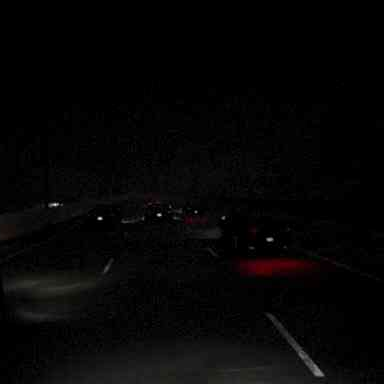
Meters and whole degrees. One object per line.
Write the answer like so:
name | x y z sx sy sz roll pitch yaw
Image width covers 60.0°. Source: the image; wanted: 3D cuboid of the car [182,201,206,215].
car | 0.093 1.523 32.407 1.895 1.301 4.718 0 0 -7

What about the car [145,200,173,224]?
car | -2.441 1.507 24.325 1.994 1.385 4.181 0 0 -7

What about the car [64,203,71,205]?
car | -20.480 1.378 54.733 2.128 1.511 4.902 0 0 -7

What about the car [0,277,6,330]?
car | -3.717 1.473 3.148 1.882 1.535 5.008 0 0 -3

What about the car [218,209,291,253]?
car | 2.354 1.442 13.661 1.882 1.535 5.008 0 0 -6

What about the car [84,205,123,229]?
car | -5.597 1.517 21.314 1.994 1.385 4.181 0 0 -7
